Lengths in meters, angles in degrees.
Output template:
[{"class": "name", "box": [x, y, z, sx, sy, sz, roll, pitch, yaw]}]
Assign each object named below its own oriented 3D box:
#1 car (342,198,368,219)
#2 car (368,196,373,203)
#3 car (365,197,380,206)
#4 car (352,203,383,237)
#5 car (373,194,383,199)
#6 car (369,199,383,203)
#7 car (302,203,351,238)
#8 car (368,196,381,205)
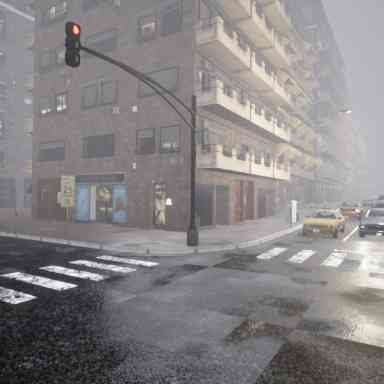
[{"class": "car", "box": [13.163, 1.457, 27.695, 1.967, 1.590, 4.097, 1, 1, 31]}, {"class": "car", "box": [24.924, 1.577, 46.959, 1.887, 1.381, 4.507, 1, 1, 31]}, {"class": "car", "box": [30.805, 1.592, 56.591, 2.008, 1.369, 4.403, 1, 1, 31]}, {"class": "car", "box": [9.991, 1.559, 17.561, 2.033, 1.411, 5.357, 0, 0, 31]}, {"class": "car", "box": [20.781, 1.246, 35.158, 2.150, 2.045, 5.566, 0, 0, 32]}, {"class": "car", "box": [15.159, 1.543, 26.010, 1.812, 1.442, 4.674, 0, 0, 32]}, {"class": "car", "box": [7.193, 1.535, 17.918, 1.752, 1.417, 4.829, 1, 1, 31]}, {"class": "car", "box": [33.747, 1.486, 61.406, 1.967, 1.590, 4.097, 1, 1, 31]}]
